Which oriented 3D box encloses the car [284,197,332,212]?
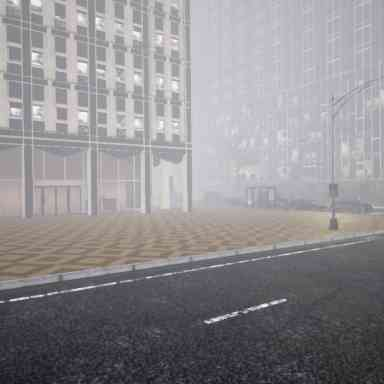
[{"bbox_3d":[12.733,1.423,36.530,1.947,1.339,4.313,0,1,-34],"label":"car"}]

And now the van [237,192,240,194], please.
[{"bbox_3d":[6.958,0.855,60.103,1.690,1.788,3.998,0,1,-34],"label":"van"}]

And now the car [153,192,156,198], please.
[{"bbox_3d":[-9.050,0.686,83.584,1.967,1.590,4.097,0,1,-34],"label":"car"}]

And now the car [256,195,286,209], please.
[{"bbox_3d":[9.546,1.388,41.238,1.802,1.307,4.206,0,1,-34],"label":"car"}]

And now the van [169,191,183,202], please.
[{"bbox_3d":[-3.167,0.937,60.080,1.690,1.788,3.998,0,1,-34],"label":"van"}]

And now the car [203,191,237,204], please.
[{"bbox_3d":[4.210,0.864,53.865,2.150,2.045,5.566,-1,1,-34],"label":"car"}]

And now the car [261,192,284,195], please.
[{"bbox_3d":[10.961,0.971,43.937,2.150,2.045,5.566,-1,1,-34],"label":"car"}]

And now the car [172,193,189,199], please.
[{"bbox_3d":[-2.646,0.936,74.194,1.802,1.307,4.206,0,1,-34],"label":"car"}]

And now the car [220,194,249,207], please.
[{"bbox_3d":[6.392,1.319,45.966,1.947,1.339,4.313,0,1,-34],"label":"car"}]

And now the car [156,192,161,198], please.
[{"bbox_3d":[-5.848,0.615,78.887,2.192,1.841,5.009,0,1,-34],"label":"car"}]

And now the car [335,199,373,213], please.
[{"bbox_3d":[16.820,1.408,35.348,1.994,1.385,4.181,-1,1,-34],"label":"car"}]

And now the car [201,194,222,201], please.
[{"bbox_3d":[3.757,1.043,64.802,1.802,1.307,4.206,0,1,-34],"label":"car"}]
